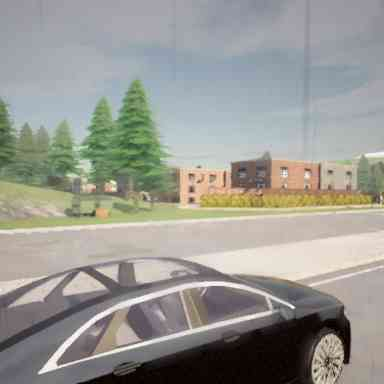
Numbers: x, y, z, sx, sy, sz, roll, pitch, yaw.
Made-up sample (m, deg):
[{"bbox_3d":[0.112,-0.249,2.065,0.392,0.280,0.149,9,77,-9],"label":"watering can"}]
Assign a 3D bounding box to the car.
[{"bbox_3d":[-0.206,1.498,3.582,4.902,1.511,2.128,0,0,-36],"label":"car"}]
